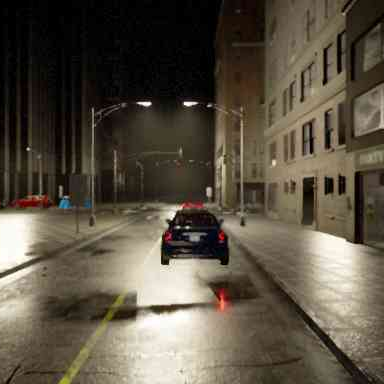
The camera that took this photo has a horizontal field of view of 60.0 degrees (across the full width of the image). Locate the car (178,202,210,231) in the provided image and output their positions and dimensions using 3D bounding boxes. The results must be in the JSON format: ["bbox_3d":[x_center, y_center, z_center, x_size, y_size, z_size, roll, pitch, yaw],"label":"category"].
[{"bbox_3d":[0.094,1.493,21.770,1.882,1.535,5.008,0,0,0],"label":"car"}]

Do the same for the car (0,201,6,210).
[{"bbox_3d":[-26.014,1.635,42.412,4.313,1.339,1.947,0,0,-1],"label":"car"}]

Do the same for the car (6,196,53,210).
[{"bbox_3d":[-20.374,1.388,42.499,5.009,1.841,2.192,0,0,-1],"label":"car"}]

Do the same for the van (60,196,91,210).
[{"bbox_3d":[-14.734,1.415,42.586,3.998,1.788,1.690,0,0,-1],"label":"van"}]

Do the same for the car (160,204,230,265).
[{"bbox_3d":[0.096,1.360,11.828,2.097,1.767,4.553,0,0,0],"label":"car"}]
